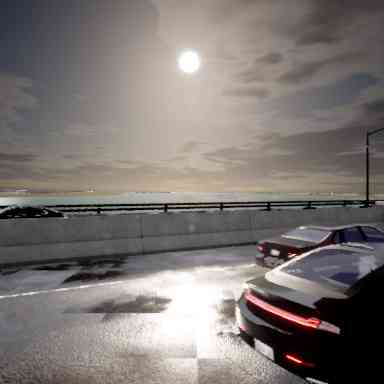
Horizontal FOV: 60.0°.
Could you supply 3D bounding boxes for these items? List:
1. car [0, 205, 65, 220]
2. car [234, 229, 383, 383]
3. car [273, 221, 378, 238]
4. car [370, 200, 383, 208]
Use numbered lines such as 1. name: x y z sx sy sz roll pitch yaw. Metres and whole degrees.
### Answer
1. car: -9.513 1.511 18.193 4.892 1.490 1.837 0 0 -28
2. car: 2.920 1.495 4.744 4.902 1.511 2.128 0 0 -28
3. car: 4.303 1.556 9.430 5.357 1.411 2.033 0 0 -27
4. car: 23.382 1.586 39.268 5.357 1.411 2.033 0 0 -27
